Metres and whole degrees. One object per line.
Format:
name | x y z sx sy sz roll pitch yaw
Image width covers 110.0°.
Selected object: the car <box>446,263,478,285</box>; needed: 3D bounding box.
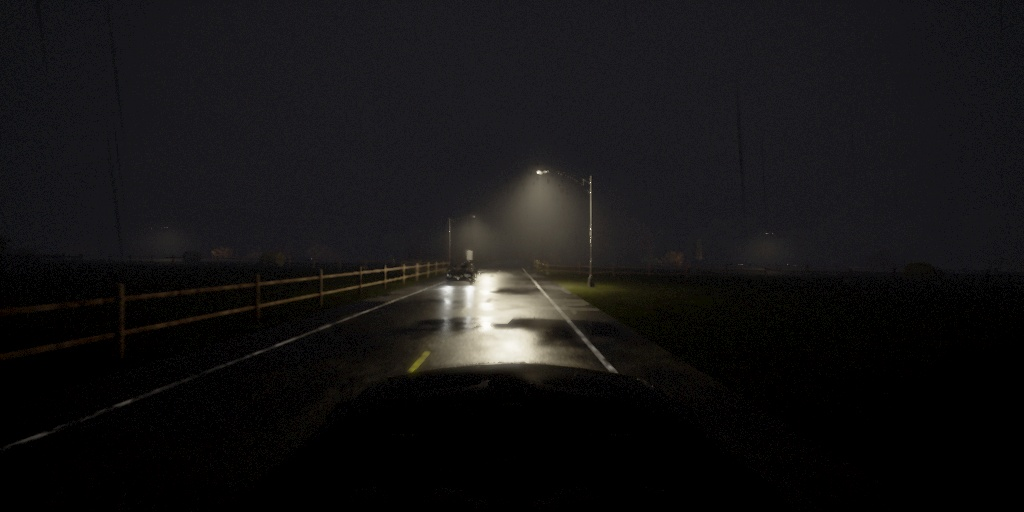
car | -3.595 1.261 26.316 1.837 1.490 4.892 0 0 0
